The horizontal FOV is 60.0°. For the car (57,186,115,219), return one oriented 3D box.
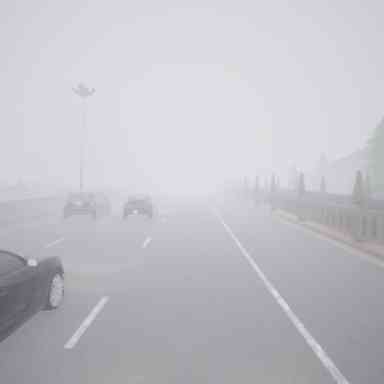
[{"bbox_3d":[-6.897,0.707,22.304,2.097,1.767,4.553,0,2,0],"label":"car"}]

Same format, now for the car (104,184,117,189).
[{"bbox_3d":[-14.030,-0.472,55.724,2.097,1.767,4.553,0,2,1],"label":"car"}]

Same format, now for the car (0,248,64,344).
[{"bbox_3d":[-3.402,1.427,4.490,1.882,1.535,5.008,0,1,0],"label":"car"}]

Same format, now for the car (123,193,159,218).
[{"bbox_3d":[-3.395,0.856,22.447,1.837,1.490,4.892,0,2,0],"label":"car"}]

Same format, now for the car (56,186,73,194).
[{"bbox_3d":[-21.026,-0.328,55.604,2.128,1.511,4.902,0,2,1],"label":"car"}]
